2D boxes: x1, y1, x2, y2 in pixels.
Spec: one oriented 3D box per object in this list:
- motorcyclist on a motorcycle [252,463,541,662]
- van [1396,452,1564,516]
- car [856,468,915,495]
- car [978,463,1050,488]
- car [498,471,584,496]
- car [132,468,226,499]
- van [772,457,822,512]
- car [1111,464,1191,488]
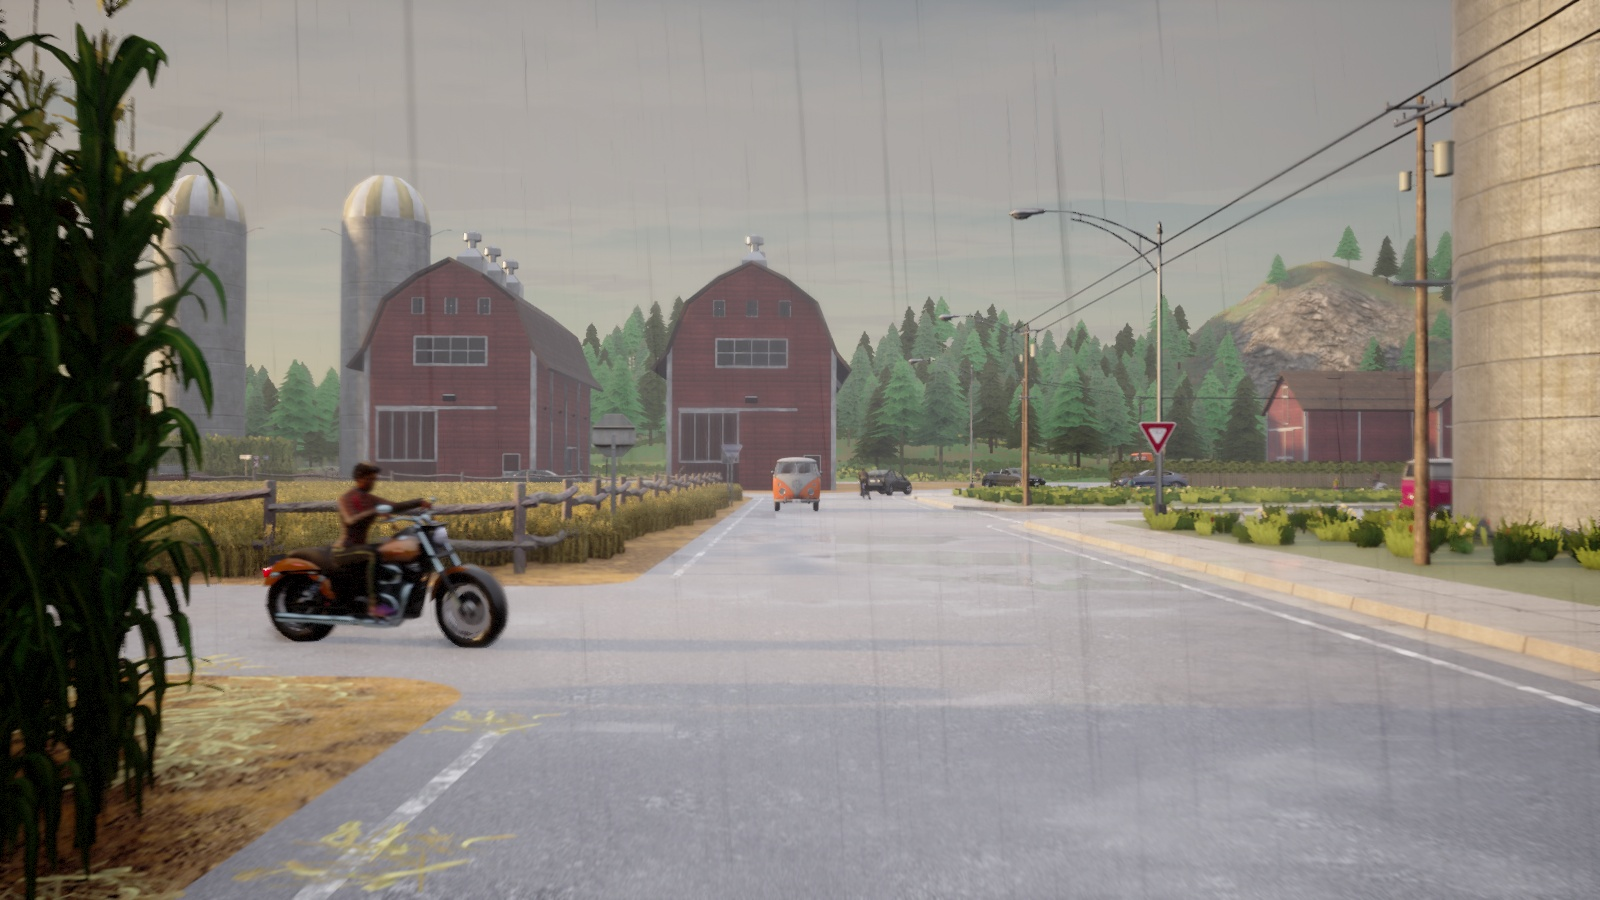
[{"bbox_3d":[-3.547,0.944,11.072,2.350,1.649,0.766,0,0,13],"label":"motorcyclist on a motorcycle"},{"bbox_3d":[21.880,1.091,40.532,4.442,1.987,1.775,0,-1,-1],"label":"van"},{"bbox_3d":[5.191,1.856,75.428,2.007,1.525,4.514,-1,-1,26],"label":"car"},{"bbox_3d":[14.927,1.779,87.880,2.152,1.651,5.027,0,-1,-31],"label":"car"},{"bbox_3d":[-15.695,2.032,76.157,4.892,1.490,1.837,0,-1,-3],"label":"car"},{"bbox_3d":[-36.467,1.934,73.843,4.553,1.767,2.097,1,-1,-42],"label":"car"},{"bbox_3d":[-0.114,1.282,47.375,1.775,1.987,4.442,0,-1,0],"label":"van"},{"bbox_3d":[24.532,1.820,87.829,5.027,1.651,2.152,0,-1,3],"label":"car"}]
